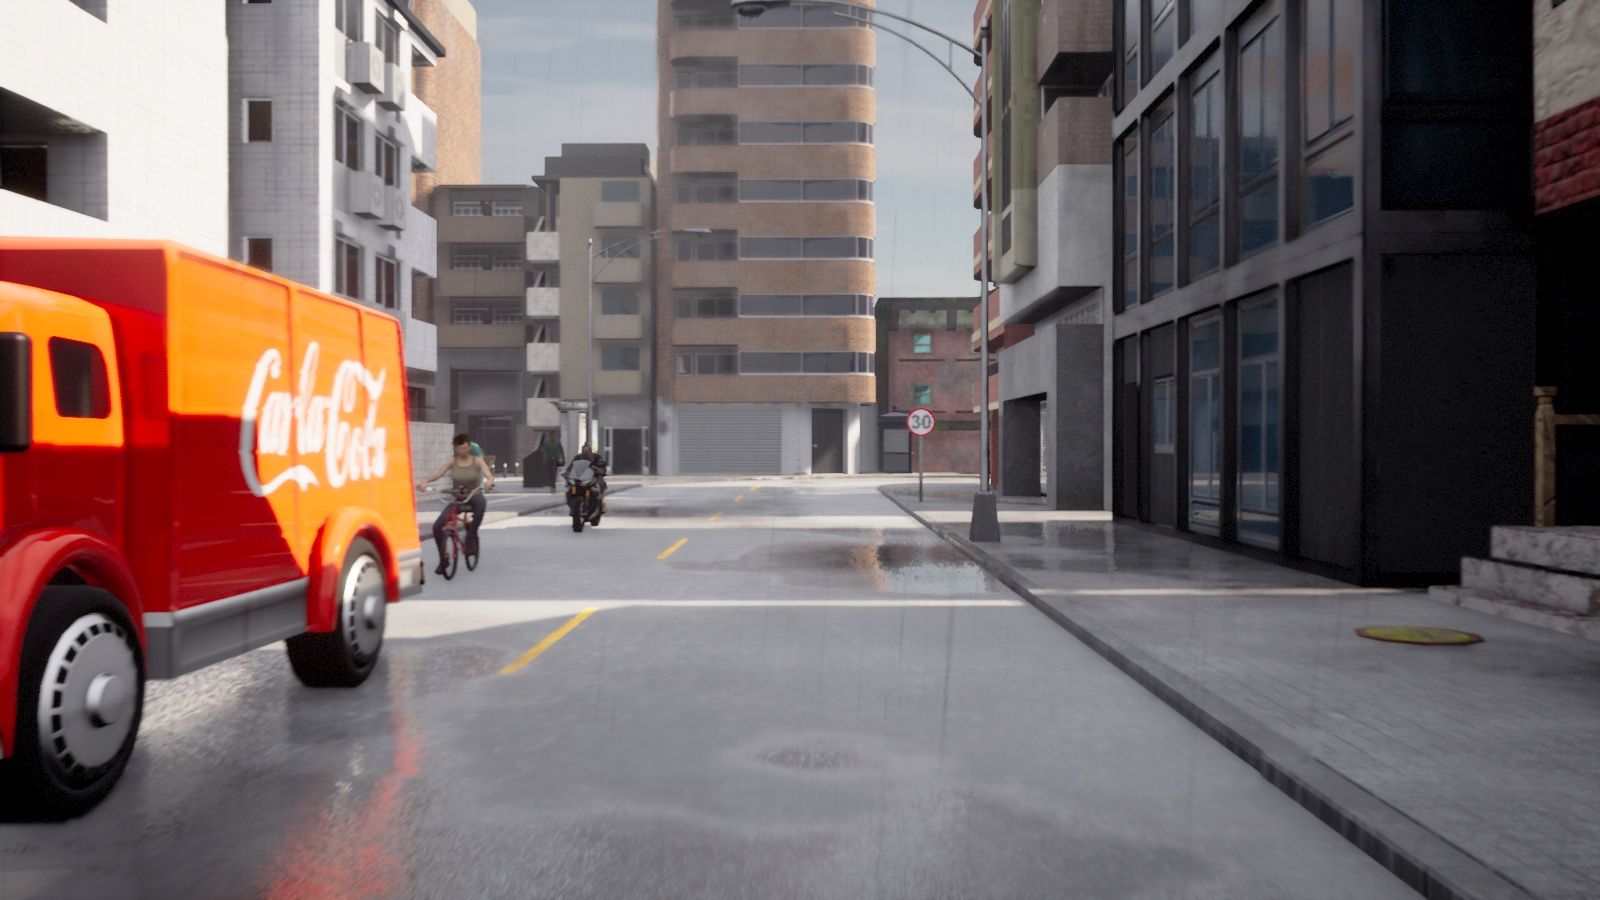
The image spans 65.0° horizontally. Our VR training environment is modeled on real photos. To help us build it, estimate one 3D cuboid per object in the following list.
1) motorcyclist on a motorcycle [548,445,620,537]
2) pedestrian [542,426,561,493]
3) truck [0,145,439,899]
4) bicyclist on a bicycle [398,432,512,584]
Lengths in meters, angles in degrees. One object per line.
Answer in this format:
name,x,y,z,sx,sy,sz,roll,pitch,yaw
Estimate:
motorcyclist on a motorcycle,-3.743,0.674,21.948,0.866,1.530,2.191,0,0,1
pedestrian,-7.234,0.275,36.596,0.423,1.949,0.788,0,0,-3
truck,-3.918,0.226,6.445,2.627,2.467,5.204,0,0,0
bicyclist on a bicycle,-3.834,0.613,14.088,0.866,1.612,1.509,0,0,0
